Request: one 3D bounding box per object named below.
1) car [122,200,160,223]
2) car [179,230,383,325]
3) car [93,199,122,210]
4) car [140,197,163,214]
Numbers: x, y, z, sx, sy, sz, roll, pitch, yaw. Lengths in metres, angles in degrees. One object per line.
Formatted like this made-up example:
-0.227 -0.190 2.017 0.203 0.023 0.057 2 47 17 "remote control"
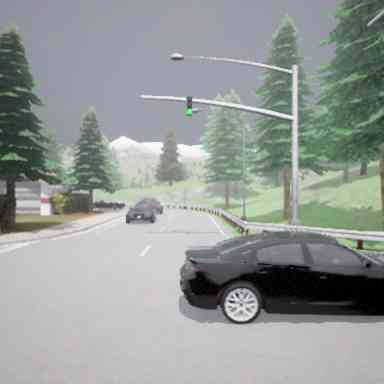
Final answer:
-3.728 1.559 25.044 1.994 1.385 4.181 0 0 -2 "car"
2.257 1.529 6.543 5.008 1.535 1.882 1 0 -1 "car"
-10.961 1.600 42.646 4.718 1.301 1.895 0 0 15 "car"
-4.464 1.345 34.842 2.097 1.767 4.553 0 0 -19 "car"
